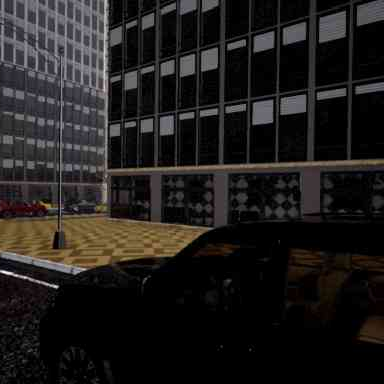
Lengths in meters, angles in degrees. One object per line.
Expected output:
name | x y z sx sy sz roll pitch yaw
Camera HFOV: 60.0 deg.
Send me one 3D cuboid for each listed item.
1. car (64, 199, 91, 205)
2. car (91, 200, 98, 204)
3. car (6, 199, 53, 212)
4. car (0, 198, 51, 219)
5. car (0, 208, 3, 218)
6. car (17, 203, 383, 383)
car | -14.373 1.710 43.267 1.837 1.490 4.892 1 0 37
car | -9.383 1.828 40.292 1.752 1.417 4.829 1 0 37
car | -19.678 1.640 40.484 1.752 1.417 4.829 1 0 37
car | -16.206 1.517 31.099 2.192 1.841 5.009 1 0 37
car | -7.360 1.347 8.958 4.553 1.767 2.097 0 0 36
car | 0.950 1.221 3.006 5.566 2.045 2.150 0 0 35
